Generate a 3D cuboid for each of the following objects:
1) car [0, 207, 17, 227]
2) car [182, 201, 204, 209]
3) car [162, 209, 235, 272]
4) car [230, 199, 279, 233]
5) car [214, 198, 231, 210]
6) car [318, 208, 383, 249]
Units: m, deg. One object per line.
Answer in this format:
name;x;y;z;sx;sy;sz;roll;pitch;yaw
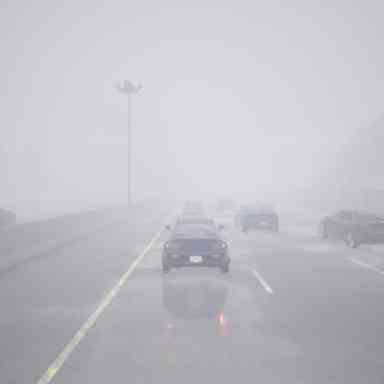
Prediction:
car;-10.511;1.449;16.248;2.128;1.511;4.902;0;0;0
car;0.101;1.470;28.832;2.033;1.411;5.357;0;0;0
car;0.087;1.497;10.576;1.812;1.442;4.674;0;0;0
car;3.601;1.426;19.254;1.882;1.535;5.008;0;0;0
car;3.600;1.404;37.764;1.837;1.490;4.892;0;0;0
car;7.102;1.466;14.409;1.837;1.490;4.892;0;0;0
